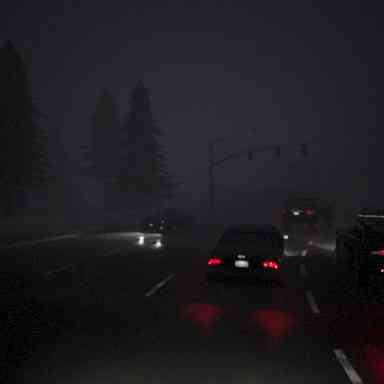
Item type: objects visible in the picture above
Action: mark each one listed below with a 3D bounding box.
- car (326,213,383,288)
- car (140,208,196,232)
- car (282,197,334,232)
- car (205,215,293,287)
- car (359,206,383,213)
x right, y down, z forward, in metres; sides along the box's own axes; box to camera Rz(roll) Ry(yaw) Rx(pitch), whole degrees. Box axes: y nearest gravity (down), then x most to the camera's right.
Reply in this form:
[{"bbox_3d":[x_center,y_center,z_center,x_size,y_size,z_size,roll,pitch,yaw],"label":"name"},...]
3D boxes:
[{"bbox_3d":[5.230,1.554,9.183,2.128,1.511,4.902,0,-1,16],"label":"car"},{"bbox_3d":[-1.418,1.741,21.059,1.994,1.385,4.181,0,0,29],"label":"car"},{"bbox_3d":[7.594,1.365,21.559,2.150,2.045,5.566,0,-1,35],"label":"car"},{"bbox_3d":[1.736,1.611,9.592,2.033,1.411,5.357,0,0,15],"label":"car"},{"bbox_3d":[11.905,1.641,21.298,2.128,1.511,4.902,0,-1,39],"label":"car"}]
